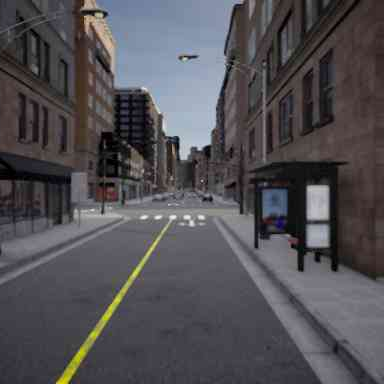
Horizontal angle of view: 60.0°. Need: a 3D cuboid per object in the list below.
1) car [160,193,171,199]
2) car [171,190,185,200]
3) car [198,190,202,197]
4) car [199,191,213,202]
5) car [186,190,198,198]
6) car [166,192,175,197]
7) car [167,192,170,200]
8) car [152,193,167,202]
[{"bbox_3d":[-5.856,0.896,74.585,2.008,1.369,4.403,1,0,0],"label":"car"},{"bbox_3d":[-2.994,0.910,69.940,2.128,1.511,4.902,0,0,0],"label":"car"},{"bbox_3d":[2.696,0.830,85.749,1.802,1.307,4.206,1,1,0],"label":"car"},{"bbox_3d":[2.671,1.029,57.821,1.887,1.381,4.507,1,0,0],"label":"car"},{"bbox_3d":[0.019,0.846,84.612,1.895,1.301,4.718,0,1,0],"label":"car"},{"bbox_3d":[-5.837,0.750,91.342,2.008,1.369,4.403,1,1,0],"label":"car"},{"bbox_3d":[-5.868,1.005,63.414,1.947,1.339,4.313,1,0,0],"label":"car"},{"bbox_3d":[-5.875,1.067,57.828,1.802,1.307,4.206,1,0,0],"label":"car"}]
